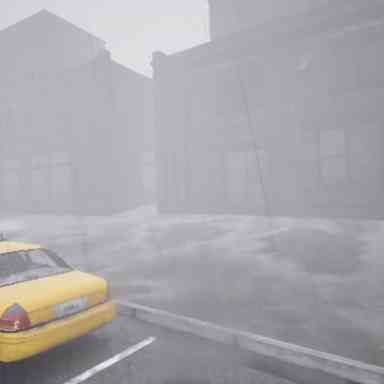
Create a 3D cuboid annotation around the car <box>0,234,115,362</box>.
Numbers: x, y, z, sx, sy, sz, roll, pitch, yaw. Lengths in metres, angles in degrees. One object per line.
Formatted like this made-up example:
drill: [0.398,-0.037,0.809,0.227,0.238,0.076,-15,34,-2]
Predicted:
car: [-3.705,1.524,5.880,5.366,1.575,1.946,-1,0,35]
